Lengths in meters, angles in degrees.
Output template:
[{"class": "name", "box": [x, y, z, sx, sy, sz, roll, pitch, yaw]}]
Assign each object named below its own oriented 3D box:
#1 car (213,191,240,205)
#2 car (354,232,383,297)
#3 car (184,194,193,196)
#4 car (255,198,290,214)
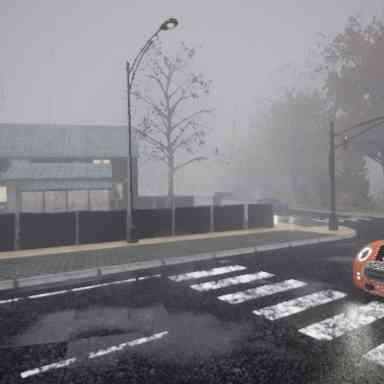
[{"class": "car", "box": [4.531, 0.973, 44.549, 2.150, 2.045, 5.566, -2, 1, -15]}, {"class": "car", "box": [5.720, 1.346, 7.648, 4.553, 1.767, 2.097, 0, 0, -36]}, {"class": "car", "box": [-0.605, 1.135, 64.338, 2.033, 1.411, 5.357, -2, 1, -14]}, {"class": "car", "box": [7.673, 1.332, 32.704, 1.882, 1.535, 5.008, -2, 1, -15]}]
